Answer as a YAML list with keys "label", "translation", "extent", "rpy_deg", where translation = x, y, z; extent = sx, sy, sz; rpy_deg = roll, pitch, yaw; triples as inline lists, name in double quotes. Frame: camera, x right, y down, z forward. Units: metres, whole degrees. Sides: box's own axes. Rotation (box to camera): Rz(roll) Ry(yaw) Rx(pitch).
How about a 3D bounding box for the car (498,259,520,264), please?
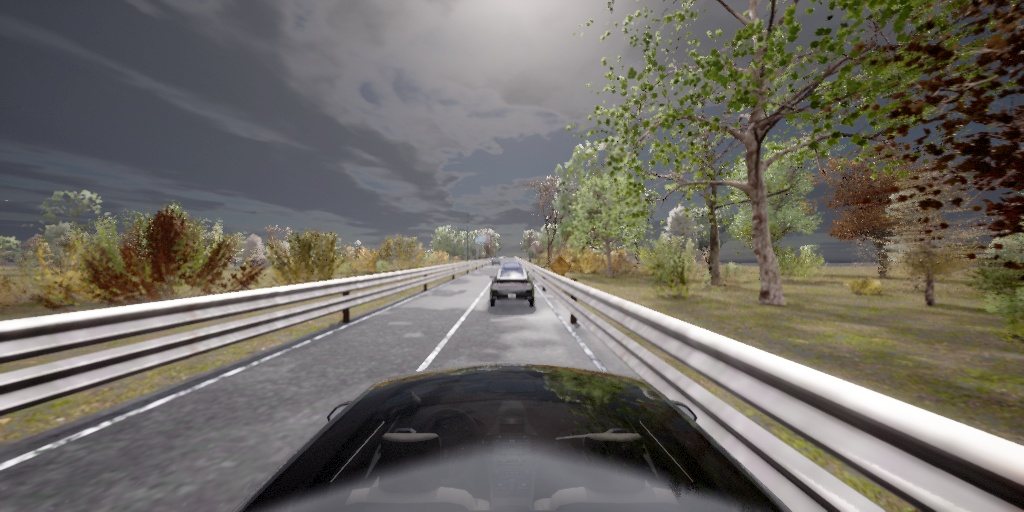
- label: "car"
  translation: [0.006, 1.267, 31.327]
  extent: [1.882, 1.535, 5.008]
  rpy_deg: [0, 0, 0]

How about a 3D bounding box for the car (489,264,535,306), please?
- label: "car"
  translation: [0.004, 1.309, 16.138]
  extent: [2.128, 1.511, 4.902]
  rpy_deg: [0, 0, 0]

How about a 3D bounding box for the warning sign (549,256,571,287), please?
- label: "warning sign"
  translation: [2.851, 0.926, 20.977]
  extent: [1.300, 1.860, 1.060]
  rpy_deg: [0, 0, 0]
